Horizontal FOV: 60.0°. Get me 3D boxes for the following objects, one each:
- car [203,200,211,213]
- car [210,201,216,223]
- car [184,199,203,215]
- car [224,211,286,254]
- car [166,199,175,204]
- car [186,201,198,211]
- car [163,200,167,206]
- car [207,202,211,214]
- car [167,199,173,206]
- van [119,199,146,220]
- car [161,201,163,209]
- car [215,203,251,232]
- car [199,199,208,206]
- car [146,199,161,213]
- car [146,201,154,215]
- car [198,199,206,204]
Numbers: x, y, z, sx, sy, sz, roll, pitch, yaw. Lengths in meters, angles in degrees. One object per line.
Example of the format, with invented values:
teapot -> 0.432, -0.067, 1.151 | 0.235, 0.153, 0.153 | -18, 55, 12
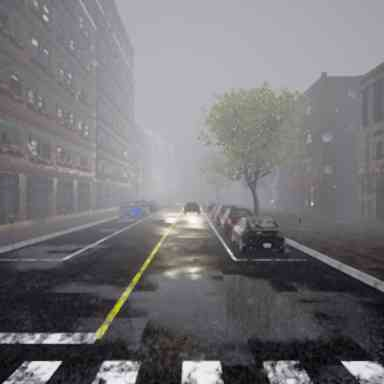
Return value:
car -> 2.685, 2.012, 42.545 | 2.008, 1.369, 4.403 | 0, -1, 0
car -> 2.686, 1.712, 25.456 | 1.967, 1.590, 4.097 | 0, -1, 0
car -> -0.003, 1.920, 40.834 | 1.882, 1.535, 5.008 | 0, -1, 0
car -> 2.688, 1.700, 14.062 | 2.008, 1.369, 4.403 | 0, -1, 0
car -> -5.701, 2.578, 88.116 | 1.947, 1.339, 4.313 | 0, -1, 0
car -> -0.005, 2.089, 51.250 | 1.812, 1.442, 4.674 | 0, -1, 0
car -> -5.697, 2.146, 53.938 | 2.008, 1.369, 4.403 | 0, -1, 0
car -> 2.686, 1.915, 31.152 | 1.802, 1.307, 4.206 | 0, -1, 0
car -> -5.699, 2.324, 70.858 | 1.752, 1.417, 4.829 | 0, -1, 0
van -> -5.695, 1.675, 31.155 | 1.690, 1.788, 3.998 | 0, -1, 0
car -> -5.696, 2.094, 48.242 | 1.947, 1.339, 4.313 | 0, -1, 0
car -> 2.687, 1.651, 19.760 | 1.967, 1.590, 4.097 | 0, -1, 0
car -> 2.681, 2.420, 76.723 | 2.008, 1.369, 4.403 | 0, -1, 0
car -> -5.696, 1.777, 42.548 | 2.192, 1.841, 5.009 | 0, -1, 0
car -> -5.695, 1.979, 36.849 | 1.802, 1.307, 4.206 | 0, -1, 0
car -> 2.680, 2.557, 88.114 | 1.887, 1.381, 4.507 | 0, -1, 0
